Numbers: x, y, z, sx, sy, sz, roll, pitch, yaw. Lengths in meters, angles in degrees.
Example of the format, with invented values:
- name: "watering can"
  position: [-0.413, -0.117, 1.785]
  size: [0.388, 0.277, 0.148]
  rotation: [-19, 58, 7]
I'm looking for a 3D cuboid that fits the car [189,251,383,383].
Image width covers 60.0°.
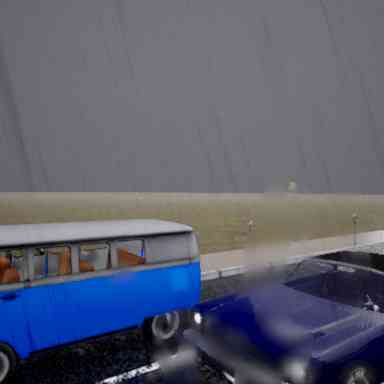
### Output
- name: "car"
  position: [2.227, 1.612, 4.664]
  size: [4.718, 1.301, 1.895]
  rotation: [0, 0, -36]

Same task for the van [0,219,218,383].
- name: "van"
  position: [-1.746, 1.344, 4.840]
  size: [3.998, 1.788, 1.690]
  rotation: [0, 1, -36]
